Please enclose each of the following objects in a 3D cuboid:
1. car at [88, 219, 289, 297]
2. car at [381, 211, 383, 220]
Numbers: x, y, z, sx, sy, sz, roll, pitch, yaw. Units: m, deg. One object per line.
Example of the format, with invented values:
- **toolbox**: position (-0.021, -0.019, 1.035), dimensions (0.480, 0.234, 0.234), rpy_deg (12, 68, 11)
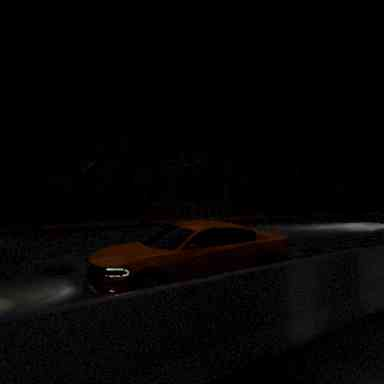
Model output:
- **car**: position (0.098, 1.452, 7.973), dimensions (5.008, 1.535, 1.882), rpy_deg (0, 0, -32)
- **car**: position (15.751, 1.570, 23.500), dimensions (4.718, 1.301, 1.895), rpy_deg (0, 0, -21)
